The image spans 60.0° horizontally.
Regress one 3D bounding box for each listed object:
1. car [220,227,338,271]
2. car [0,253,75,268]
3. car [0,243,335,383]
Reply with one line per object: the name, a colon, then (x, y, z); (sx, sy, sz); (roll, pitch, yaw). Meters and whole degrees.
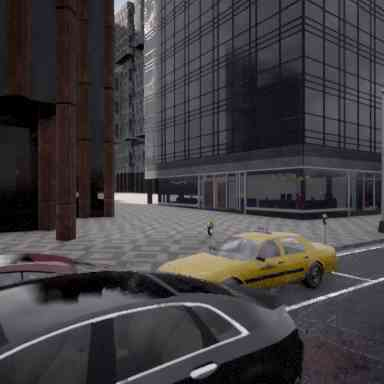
car: (1.419, 1.525, 7.644); (4.829, 1.417, 1.752); (0, 0, -35)
car: (-2.879, 1.582, 4.596); (4.206, 1.307, 1.802); (0, 0, -35)
car: (-1.165, 1.504, 2.548); (4.892, 1.490, 1.837); (0, 0, -35)
